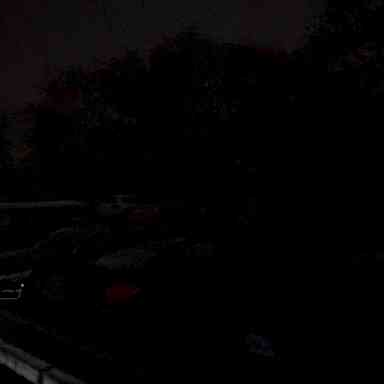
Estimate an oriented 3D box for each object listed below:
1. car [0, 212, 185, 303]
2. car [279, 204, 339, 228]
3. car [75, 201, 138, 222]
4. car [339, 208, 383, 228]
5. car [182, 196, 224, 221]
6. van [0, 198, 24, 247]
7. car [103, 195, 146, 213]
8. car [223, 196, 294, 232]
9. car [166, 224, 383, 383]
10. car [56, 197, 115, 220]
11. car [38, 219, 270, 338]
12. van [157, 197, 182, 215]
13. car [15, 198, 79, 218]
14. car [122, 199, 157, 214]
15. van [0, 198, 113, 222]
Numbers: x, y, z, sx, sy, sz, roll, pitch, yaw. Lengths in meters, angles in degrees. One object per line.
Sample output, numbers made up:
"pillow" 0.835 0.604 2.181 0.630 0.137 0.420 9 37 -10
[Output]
"car" -2.603 1.522 8.403 2.231 1.521 4.892 0 0 35
"car" 6.703 1.552 17.874 2.163 1.488 4.792 0 0 35
"car" -6.946 1.517 27.417 2.163 1.488 4.792 0 0 35
"car" 8.945 1.551 16.223 2.163 1.488 4.792 0 0 35
"car" 2.164 1.267 21.070 2.435 2.045 5.566 0 0 35
"van" -9.417 1.278 13.337 1.878 1.987 4.442 0 0 35
"car" -4.643 1.244 25.866 2.435 2.045 5.566 0 0 35
"car" 4.402 1.270 19.425 2.435 2.045 5.566 0 0 35
"car" 1.997 1.549 5.190 2.163 1.488 4.792 0 0 35
"car" -9.182 1.354 29.065 2.185 1.767 4.553 0 0 35
"car" -0.317 1.562 6.781 2.002 1.452 4.674 0 0 35
"van" -0.054 1.285 22.741 1.878 1.987 4.442 0 0 35
"car" -13.844 1.461 32.085 1.946 1.575 5.366 0 0 35
"car" -2.283 1.500 24.396 1.946 1.575 5.366 0 0 35
"van" -4.835 1.293 10.110 1.878 1.987 4.442 0 0 35
